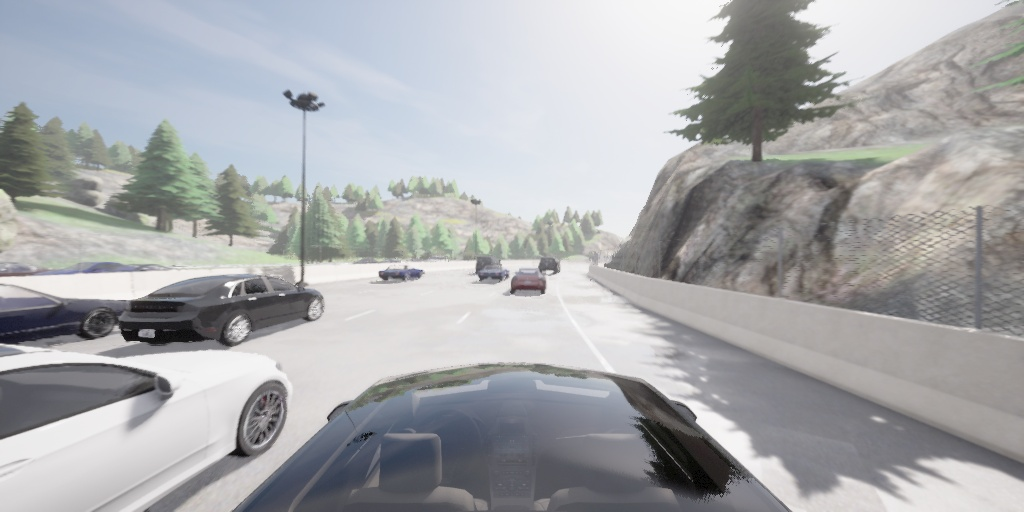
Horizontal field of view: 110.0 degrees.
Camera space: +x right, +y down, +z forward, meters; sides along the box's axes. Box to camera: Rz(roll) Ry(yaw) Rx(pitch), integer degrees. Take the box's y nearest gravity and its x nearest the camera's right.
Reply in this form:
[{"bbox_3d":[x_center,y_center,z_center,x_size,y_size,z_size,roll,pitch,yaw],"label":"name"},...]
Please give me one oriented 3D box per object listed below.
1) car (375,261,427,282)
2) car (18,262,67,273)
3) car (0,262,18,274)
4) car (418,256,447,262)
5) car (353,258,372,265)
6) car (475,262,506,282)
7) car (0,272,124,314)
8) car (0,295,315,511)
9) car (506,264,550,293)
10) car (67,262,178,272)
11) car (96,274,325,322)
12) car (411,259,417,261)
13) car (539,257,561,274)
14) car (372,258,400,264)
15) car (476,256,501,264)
[{"bbox_3d":[-8.659,1.318,28.605,1.895,1.301,4.718,1,0,8],"label":"car"},{"bbox_3d":[-23.769,1.042,20.400,1.812,1.442,4.674,1,0,5],"label":"car"},{"bbox_3d":[-27.426,1.017,18.948,2.033,1.411,5.357,1,0,5],"label":"car"},{"bbox_3d":[-12.793,0.976,59.895,2.150,2.045,5.566,1,0,17],"label":"car"},{"bbox_3d":[-23.943,1.116,59.016,1.837,1.490,4.892,1,0,15],"label":"car"},{"bbox_3d":[-1.395,1.407,29.667,1.895,1.301,4.718,1,0,9],"label":"car"},{"bbox_3d":[-10.437,1.187,6.638,2.033,1.411,5.357,1,0,2],"label":"car"},{"bbox_3d":[-3.376,1.236,2.054,1.812,1.442,4.674,0,0,1],"label":"car"},{"bbox_3d":[1.056,1.378,21.295,1.994,1.385,4.181,1,0,6],"label":"car"},{"bbox_3d":[-20.335,1.119,19.416,1.994,1.385,4.181,1,0,5],"label":"car"},{"bbox_3d":[-6.739,1.195,9.122,1.837,1.490,4.892,0,0,2],"label":"car"},{"bbox_3d":[-16.250,1.269,60.564,1.994,1.385,4.181,1,0,17],"label":"car"},{"bbox_3d":[4.720,1.139,44.376,2.150,2.045,5.566,0,0,14],"label":"car"},{"bbox_3d":[-20.233,1.155,59.292,2.128,1.511,4.902,1,0,15],"label":"car"},{"bbox_3d":[-2.684,1.048,43.292,2.150,2.045,5.566,0,0,13],"label":"car"}]
